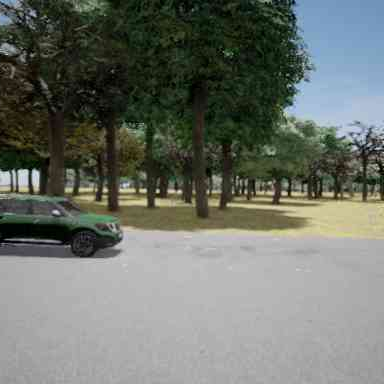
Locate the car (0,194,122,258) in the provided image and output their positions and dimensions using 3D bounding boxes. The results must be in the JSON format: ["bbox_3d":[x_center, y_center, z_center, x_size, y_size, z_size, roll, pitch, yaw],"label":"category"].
[{"bbox_3d":[-5.418,1.154,12.246,5.566,2.045,2.150,2,0,-2],"label":"car"}]
